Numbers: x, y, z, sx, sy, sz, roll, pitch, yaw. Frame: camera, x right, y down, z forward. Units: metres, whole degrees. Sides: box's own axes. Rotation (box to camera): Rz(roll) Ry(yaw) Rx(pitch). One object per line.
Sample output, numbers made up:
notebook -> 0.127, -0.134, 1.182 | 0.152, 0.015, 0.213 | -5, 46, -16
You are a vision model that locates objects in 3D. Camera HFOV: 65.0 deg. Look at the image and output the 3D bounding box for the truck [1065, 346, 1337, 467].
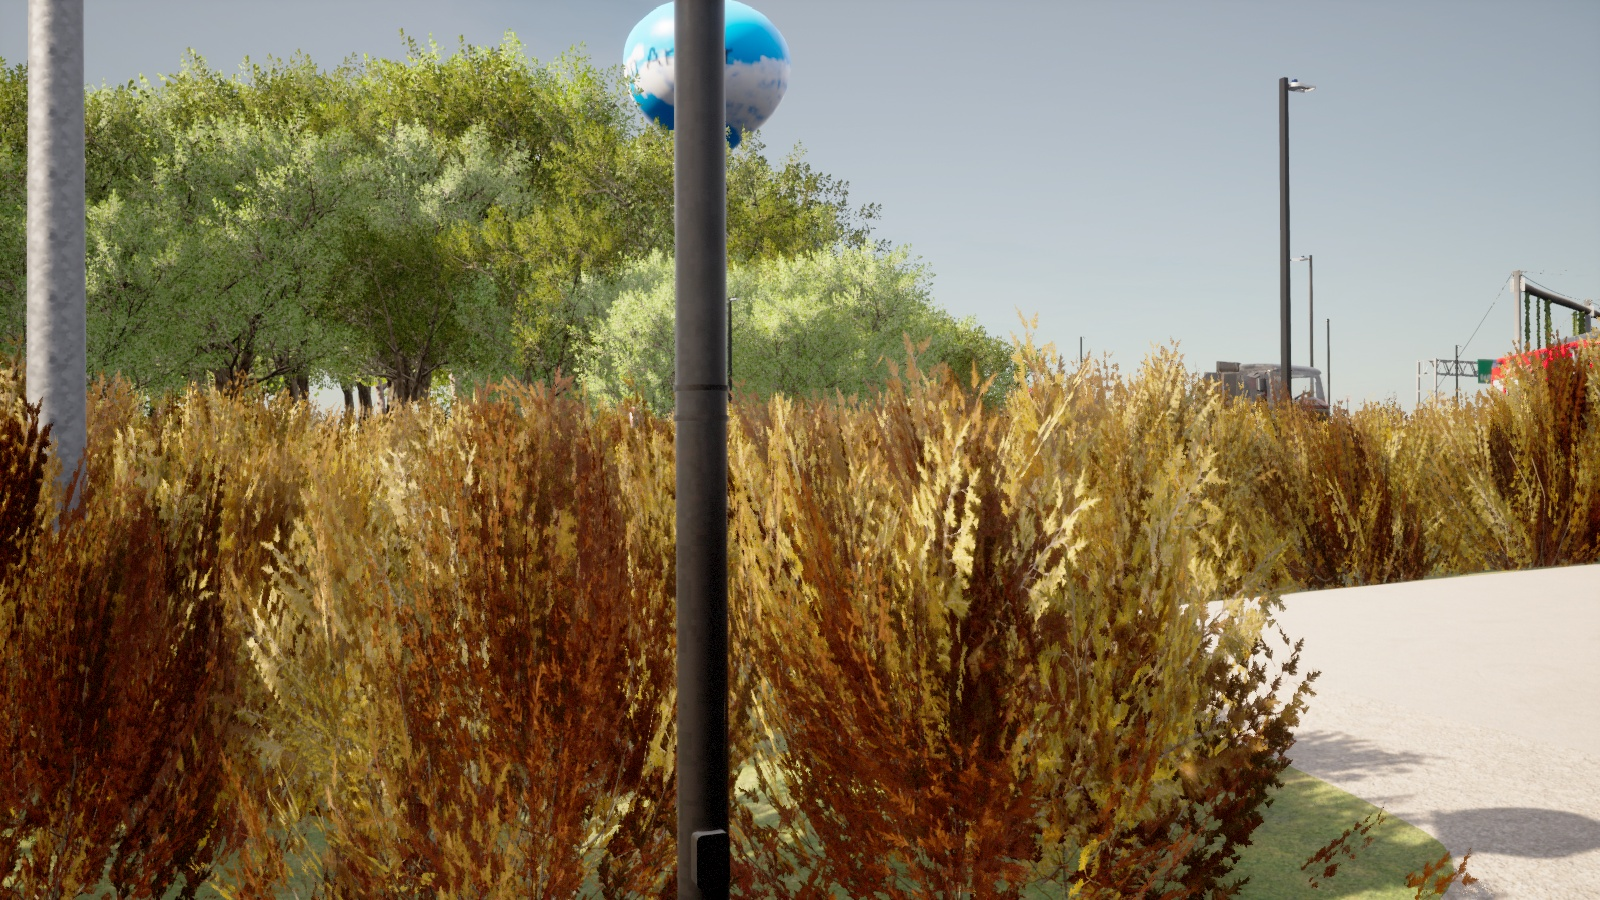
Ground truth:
truck -> 12.521, -1.217, 39.986 | 2.891, 3.462, 7.936 | -1, 0, -38
